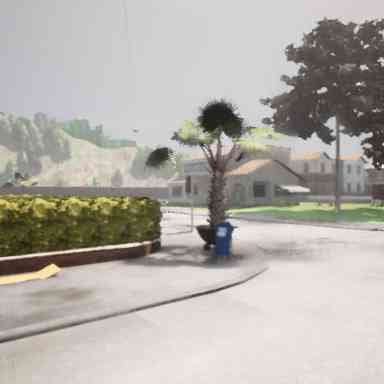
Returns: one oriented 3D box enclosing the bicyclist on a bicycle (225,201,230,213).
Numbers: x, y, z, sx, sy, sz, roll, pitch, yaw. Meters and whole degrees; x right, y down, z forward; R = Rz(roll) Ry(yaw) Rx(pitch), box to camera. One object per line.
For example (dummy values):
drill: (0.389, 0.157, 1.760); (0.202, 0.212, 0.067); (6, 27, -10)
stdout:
bicyclist on a bicycle: (2.958, 1.250, 31.510); (1.656, 1.620, 0.582); (-1, 0, -35)
